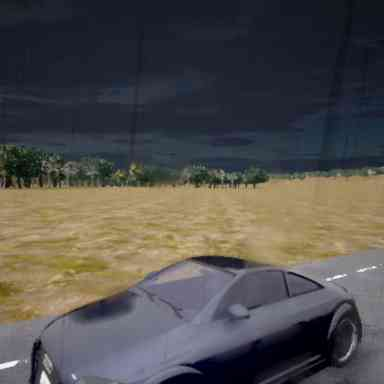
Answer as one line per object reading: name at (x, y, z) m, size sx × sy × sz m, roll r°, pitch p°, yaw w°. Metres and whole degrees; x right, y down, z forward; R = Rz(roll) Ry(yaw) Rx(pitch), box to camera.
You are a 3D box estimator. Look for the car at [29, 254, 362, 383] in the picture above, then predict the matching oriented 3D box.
car at (0.281, 1.562, 4.197) m, size 4.181 × 1.385 × 1.994 m, roll 0°, pitch 0°, yaw -36°
